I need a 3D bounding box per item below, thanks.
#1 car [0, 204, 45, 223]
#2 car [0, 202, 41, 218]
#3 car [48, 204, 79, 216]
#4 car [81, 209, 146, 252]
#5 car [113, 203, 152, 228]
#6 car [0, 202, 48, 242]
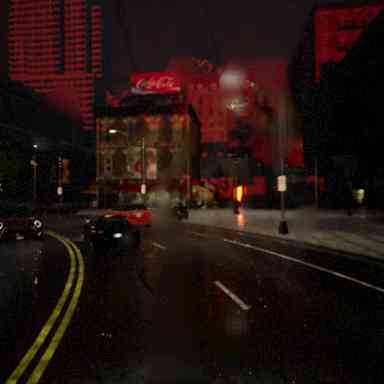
[{"bbox_3d":[-14.858,1.844,29.055,4.674,1.442,1.812,-1,-1,41],"label":"car"},{"bbox_3d":[-18.845,1.889,36.157,4.902,1.511,2.128,-1,-1,32],"label":"car"},{"bbox_3d":[-14.963,1.976,37.620,4.718,1.301,1.895,-1,-1,37],"label":"car"},{"bbox_3d":[-3.730,1.699,14.915,1.994,1.385,4.181,0,0,-24],"label":"car"},{"bbox_3d":[-4.581,1.551,22.995,2.097,1.767,4.553,0,-1,-34],"label":"car"},{"bbox_3d":[-9.111,1.542,17.154,2.097,1.767,4.553,0,0,-33],"label":"car"}]
